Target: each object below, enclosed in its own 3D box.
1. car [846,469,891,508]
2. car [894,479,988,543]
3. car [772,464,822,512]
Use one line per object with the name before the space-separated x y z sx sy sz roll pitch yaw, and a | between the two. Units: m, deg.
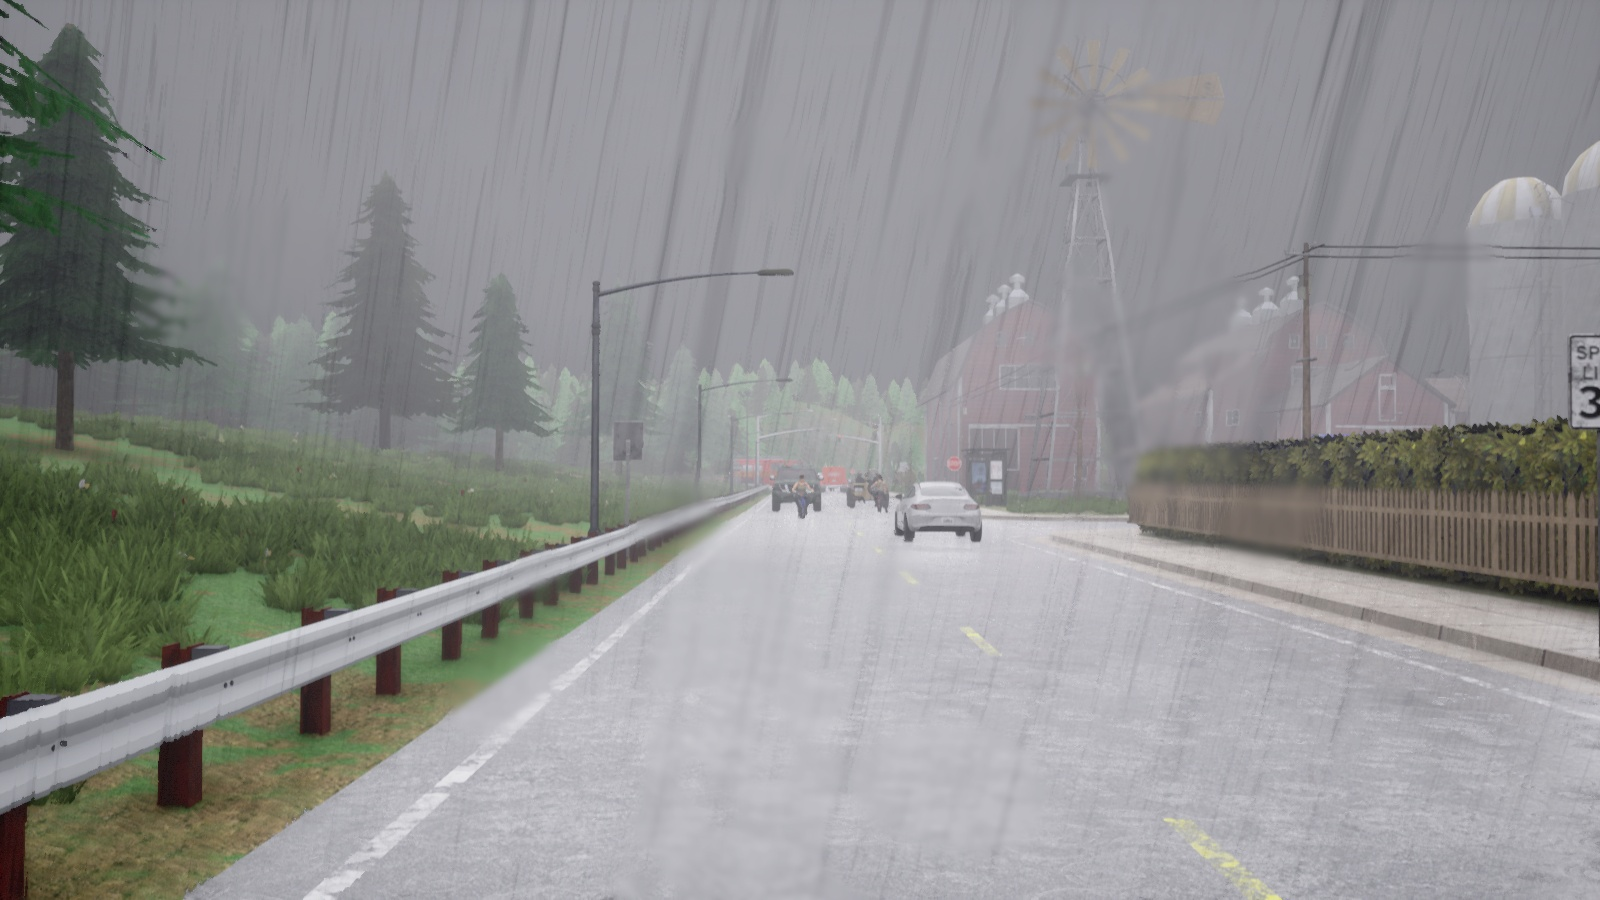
car | 3.355 1.882 62.373 1.932 1.855 4.605 0 -1 0
car | 3.427 1.466 31.399 1.812 1.442 4.674 0 -1 0
car | -0.132 1.689 56.884 2.150 2.045 5.566 0 -1 0
